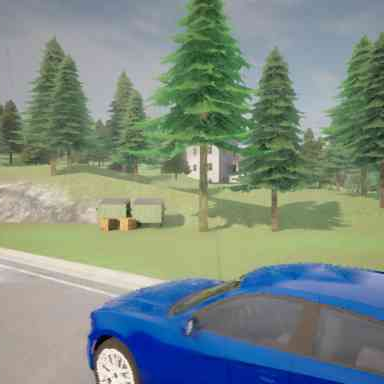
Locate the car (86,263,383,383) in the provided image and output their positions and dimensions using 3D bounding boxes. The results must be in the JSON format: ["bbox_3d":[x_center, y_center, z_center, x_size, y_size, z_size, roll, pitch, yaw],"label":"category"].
[{"bbox_3d":[1.047,1.478,3.246,5.008,1.535,1.882,0,0,35],"label":"car"}]
